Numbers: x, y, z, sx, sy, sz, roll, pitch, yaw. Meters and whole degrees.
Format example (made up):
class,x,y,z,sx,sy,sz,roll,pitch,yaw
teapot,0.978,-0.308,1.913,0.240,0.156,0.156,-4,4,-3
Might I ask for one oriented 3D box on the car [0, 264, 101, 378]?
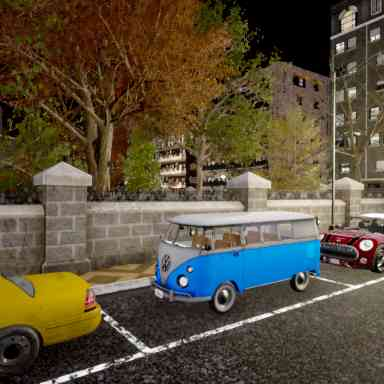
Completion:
class,x,y,z,sx,sy,sz,roll,pitch,yaw
car,-3.608,1.525,3.976,4.829,1.417,1.752,0,1,-35

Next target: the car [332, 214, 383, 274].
class,x,y,z,sx,sy,sz,roll,pitch,yaw
car,5.678,1.442,10.584,4.097,1.590,1.967,0,1,-35

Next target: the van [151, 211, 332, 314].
class,x,y,z,sx,sy,sz,roll,pitch,yaw
van,1.106,1.342,7.328,3.998,1.788,1.690,0,1,-35
